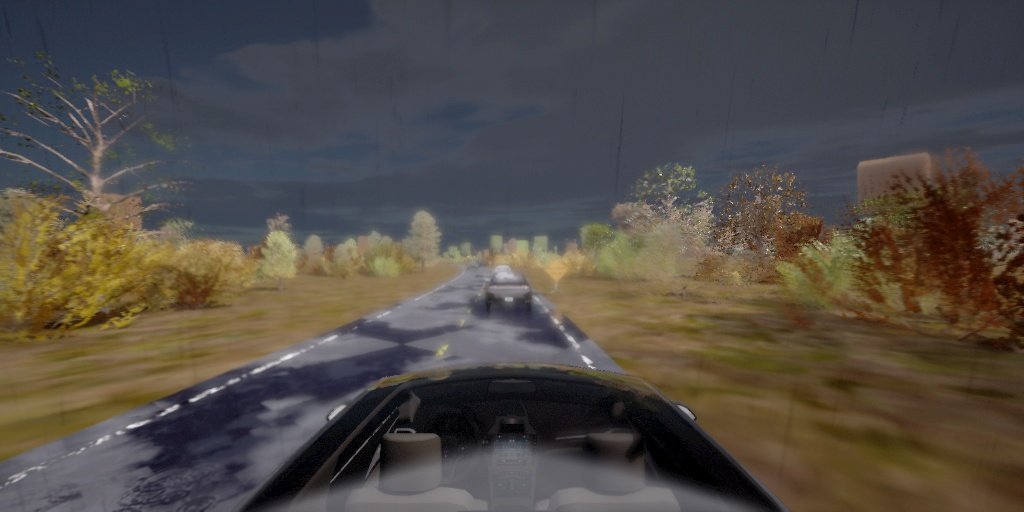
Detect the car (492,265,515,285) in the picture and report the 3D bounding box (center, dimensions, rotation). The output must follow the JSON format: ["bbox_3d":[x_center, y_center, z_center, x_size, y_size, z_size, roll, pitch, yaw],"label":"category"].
[{"bbox_3d":[-0.824,1.567,30.840,1.812,1.442,4.674,0,0,-3],"label":"car"}]

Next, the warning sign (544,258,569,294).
[{"bbox_3d":[2.362,1.038,19.151,1.300,1.860,1.060,0,0,-2],"label":"warning sign"}]

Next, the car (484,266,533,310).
[{"bbox_3d":[-0.161,1.379,15.418,2.128,1.511,4.902,0,0,-1],"label":"car"}]
